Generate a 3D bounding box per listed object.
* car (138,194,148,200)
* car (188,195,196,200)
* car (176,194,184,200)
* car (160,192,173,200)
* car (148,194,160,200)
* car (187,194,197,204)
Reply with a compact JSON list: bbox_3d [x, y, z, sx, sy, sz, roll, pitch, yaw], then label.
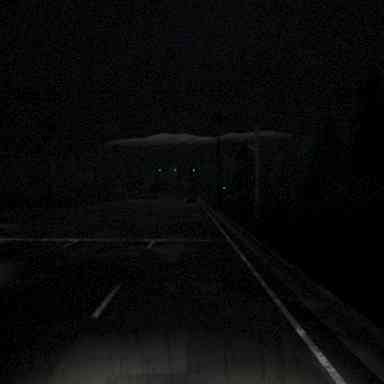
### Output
[{"bbox_3d":[-14.016,1.407,93.769,1.812,1.442,4.674,0,0,0],"label":"car"},{"bbox_3d":[-0.016,1.434,93.984,1.994,1.385,4.181,0,0,0],"label":"car"},{"bbox_3d":[-3.516,1.382,93.680,1.837,1.490,4.892,0,0,0],"label":"car"},{"bbox_3d":[-7.016,1.238,93.758,2.097,1.767,4.553,0,0,0],"label":"car"},{"bbox_3d":[-10.516,1.382,93.502,1.837,1.490,4.892,0,0,0],"label":"car"},{"bbox_3d":[-0.011,1.521,63.693,1.895,1.301,4.718,0,0,0],"label":"car"}]
